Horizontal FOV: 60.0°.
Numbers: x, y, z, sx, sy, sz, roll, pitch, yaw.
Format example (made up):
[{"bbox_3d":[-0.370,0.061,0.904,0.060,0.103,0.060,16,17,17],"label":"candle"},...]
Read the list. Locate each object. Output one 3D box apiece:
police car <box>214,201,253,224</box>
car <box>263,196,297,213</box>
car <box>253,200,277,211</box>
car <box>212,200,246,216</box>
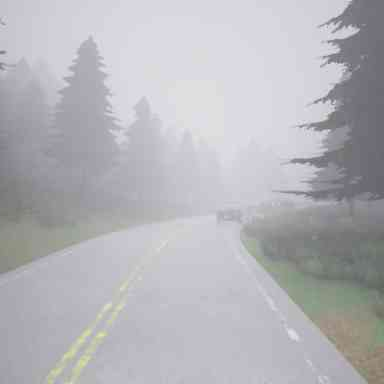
[{"bbox_3d":[3.298,1.561,26.403,1.930,1.638,5.238,-1,0,19],"label":"police car"},{"bbox_3d":[10.495,1.401,39.477,2.097,1.767,4.553,-4,-2,39],"label":"car"},{"bbox_3d":[7.250,1.632,34.859,1.812,1.442,4.674,-3,-1,31],"label":"car"},{"bbox_3d":[4.271,1.779,37.656,1.837,1.490,4.892,-4,-2,33],"label":"car"}]
